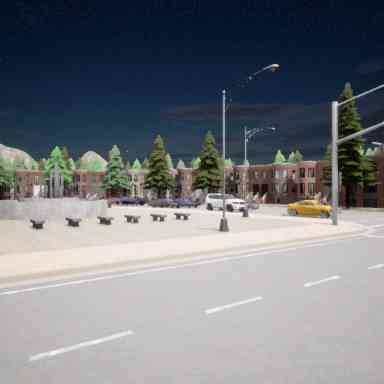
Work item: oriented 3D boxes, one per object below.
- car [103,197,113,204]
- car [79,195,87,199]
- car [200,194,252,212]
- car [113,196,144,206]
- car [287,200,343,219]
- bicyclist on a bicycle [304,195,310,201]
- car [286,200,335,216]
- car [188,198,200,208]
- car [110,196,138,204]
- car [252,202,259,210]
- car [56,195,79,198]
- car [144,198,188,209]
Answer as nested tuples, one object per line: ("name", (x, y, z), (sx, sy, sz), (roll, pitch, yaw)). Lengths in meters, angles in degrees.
("car", (-14.081, 1.558, 58.826), (4.181, 1.385, 1.994), (0, 0, 18))
("car", (-22.556, 1.347, 63.988), (4.553, 1.767, 2.097), (0, 0, 7))
("car", (3.823, 1.215, 38.636), (2.150, 2.045, 5.566), (0, 0, -39))
("car", (-9.827, 1.595, 53.481), (4.718, 1.301, 1.895), (0, 0, 24))
("car", (10.768, 1.471, 29.376), (1.882, 1.535, 5.008), (0, 0, -36))
("bicyclist on a bicycle", (16.174, 1.293, 46.611), (1.656, 1.620, 0.582), (0, 0, -37))
("car", (11.928, 1.557, 33.684), (1.994, 1.385, 4.181), (0, 0, -37))
("car", (-1.255, 1.541, 48.400), (5.357, 1.411, 2.033), (0, 0, 37))
("car", (-12.736, 1.499, 62.058), (4.892, 1.490, 1.837), (0, 0, 18))
("car", (6.125, 1.519, 41.188), (1.812, 1.442, 4.674), (0, 0, -40))
("car", (-23.818, 1.501, 60.694), (4.892, 1.490, 1.837), (0, 0, 5))
("car", (-3.673, 1.542, 45.862), (5.357, 1.411, 2.033), (0, 0, 36))
